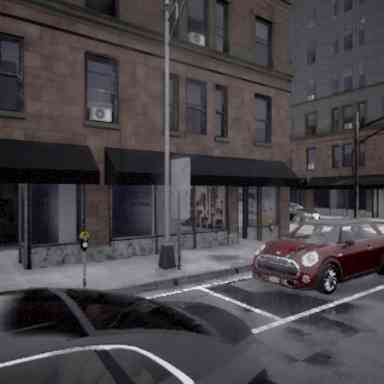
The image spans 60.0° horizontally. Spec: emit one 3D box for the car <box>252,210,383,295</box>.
[{"bbox_3d":[3.464,1.439,8.670,4.097,1.590,1.967,0,0,-36],"label":"car"}]

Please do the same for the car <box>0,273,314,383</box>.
[{"bbox_3d":[-1.633,1.505,1.839,4.892,1.490,1.837,0,0,-35],"label":"car"}]

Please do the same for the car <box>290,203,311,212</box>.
[{"bbox_3d":[7.071,1.536,24.623,2.128,1.511,4.902,0,0,-35],"label":"car"}]
